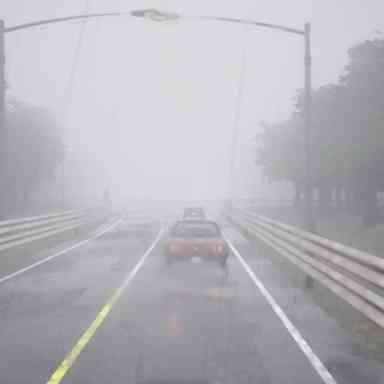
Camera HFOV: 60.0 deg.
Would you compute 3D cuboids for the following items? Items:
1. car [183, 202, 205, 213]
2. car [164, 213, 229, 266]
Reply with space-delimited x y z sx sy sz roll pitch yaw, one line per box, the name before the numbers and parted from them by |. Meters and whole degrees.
car | 0.144 1.603 29.354 1.812 1.442 4.674 0 0 0
car | 0.125 1.618 11.592 1.895 1.301 4.718 0 0 0
